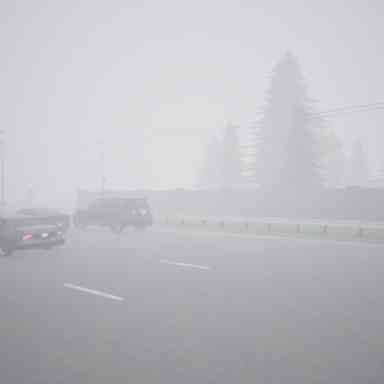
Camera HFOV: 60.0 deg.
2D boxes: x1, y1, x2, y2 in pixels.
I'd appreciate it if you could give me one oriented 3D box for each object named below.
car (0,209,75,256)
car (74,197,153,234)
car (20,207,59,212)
[{"bbox_3d":[-7.391,1.639,13.541,5.357,1.411,2.033,0,0,35],"label":"car"},{"bbox_3d":[-4.905,1.326,20.362,5.566,2.045,2.150,0,0,35],"label":"car"},{"bbox_3d":[-9.029,1.600,19.001,5.008,1.535,1.882,0,0,35],"label":"car"}]
